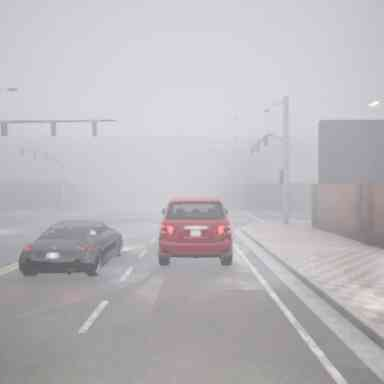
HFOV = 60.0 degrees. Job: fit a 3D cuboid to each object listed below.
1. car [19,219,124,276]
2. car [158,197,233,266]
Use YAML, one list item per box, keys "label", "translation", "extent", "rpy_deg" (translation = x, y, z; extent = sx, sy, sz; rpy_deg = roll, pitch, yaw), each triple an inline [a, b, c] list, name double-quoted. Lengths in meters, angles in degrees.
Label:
- label: "car"
  translation: [-3.401, 1.515, 10.132]
  extent: [1.994, 1.385, 4.181]
  rpy_deg: [0, 0, 0]
- label: "car"
  translation: [0.099, 1.167, 11.476]
  extent: [2.150, 2.045, 5.566]
  rpy_deg: [0, 0, 0]
